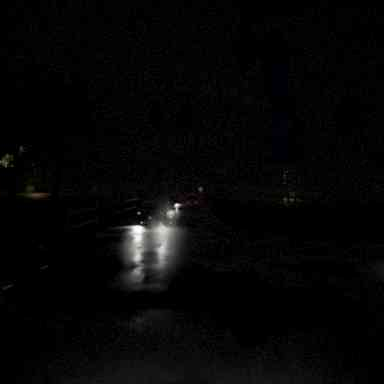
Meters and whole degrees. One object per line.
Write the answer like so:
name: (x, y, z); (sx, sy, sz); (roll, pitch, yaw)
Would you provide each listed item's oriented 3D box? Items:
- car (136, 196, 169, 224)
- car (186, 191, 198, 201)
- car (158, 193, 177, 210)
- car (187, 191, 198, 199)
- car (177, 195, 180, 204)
car: (-2.591, 1.203, 21.737); (1.812, 1.442, 4.674); (0, 1, -4)
car: (0.038, 0.766, 57.009); (1.812, 1.442, 4.674); (0, 1, 0)
car: (-2.825, 0.992, 33.930); (1.882, 1.535, 5.008); (0, 0, 0)
car: (0.045, 0.618, 67.293); (2.128, 1.511, 4.902); (0, 1, 0)
car: (-2.810, 0.872, 47.760); (1.812, 1.442, 4.674); (0, 1, 0)
